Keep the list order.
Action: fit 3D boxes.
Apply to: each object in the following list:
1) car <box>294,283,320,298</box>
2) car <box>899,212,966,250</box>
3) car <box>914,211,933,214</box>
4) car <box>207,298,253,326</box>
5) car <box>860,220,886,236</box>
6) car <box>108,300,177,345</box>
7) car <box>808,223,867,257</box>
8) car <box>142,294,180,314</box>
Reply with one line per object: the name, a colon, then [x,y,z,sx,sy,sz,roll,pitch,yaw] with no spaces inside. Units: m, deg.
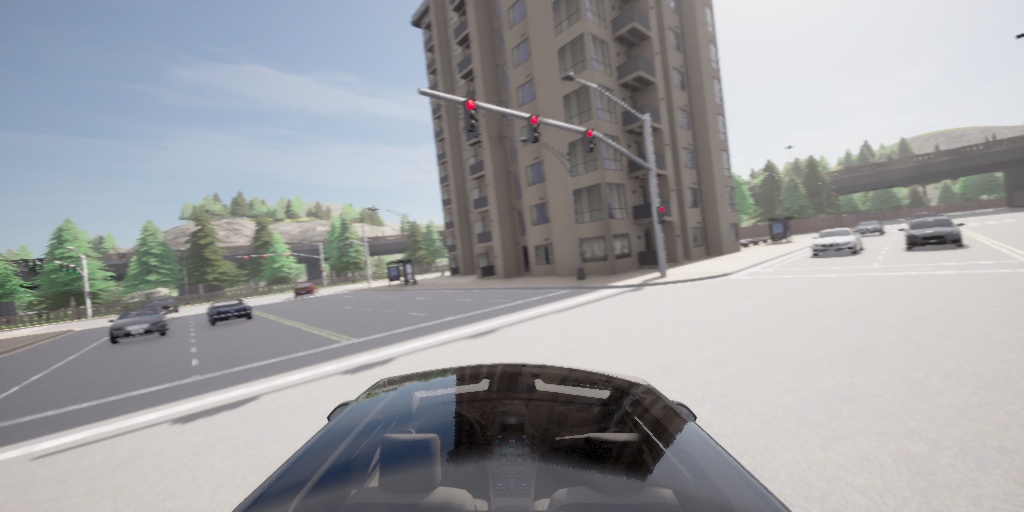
car: [-23.957,3.907,41.963,1.882,1.535,5.008,-7,0,-19]
car: [21.520,-1.223,18.416,4.892,1.490,1.837,-8,1,-41]
car: [36.703,-3.115,31.888,4.553,1.767,2.097,-7,0,-41]
car: [-16.684,3.230,21.148,1.895,1.301,4.718,-7,0,-42]
car: [34.171,-2.653,34.291,4.674,1.442,1.812,-6,0,-41]
car: [-18.550,3.335,17.992,2.128,1.511,4.902,-7,0,-42]
car: [18.459,-0.849,20.368,4.674,1.442,1.812,-7,0,-41]
car: [-28.849,3.973,29.524,2.097,1.767,4.553,-7,0,-42]
